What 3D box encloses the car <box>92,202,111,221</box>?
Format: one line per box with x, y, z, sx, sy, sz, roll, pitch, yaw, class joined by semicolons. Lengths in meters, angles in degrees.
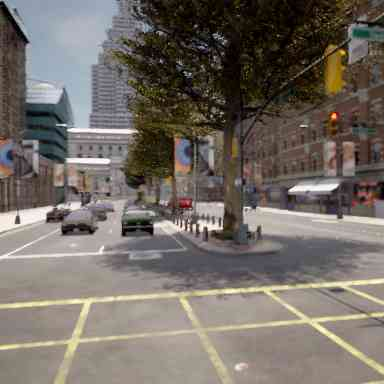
-9.040;1.924;31.650;1.837;1.490;4.892;0;-1;-11;car

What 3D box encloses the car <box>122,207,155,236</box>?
-3.382;1.856;20.699;1.895;1.301;4.718;0;-1;-11;car

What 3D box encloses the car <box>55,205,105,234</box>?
-7.148;1.846;21.751;2.033;1.411;5.357;0;-1;-11;car

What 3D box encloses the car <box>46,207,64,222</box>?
-12.094;2.032;30.850;1.895;1.301;4.718;0;-1;-11;car

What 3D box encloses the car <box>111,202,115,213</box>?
-11.917;2.132;46.877;1.812;1.442;4.674;0;-1;-11;car

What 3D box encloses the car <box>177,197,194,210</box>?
-1.145;1.792;52.100;2.150;2.045;5.566;0;-1;-11;car

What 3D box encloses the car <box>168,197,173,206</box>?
-3.102;1.918;62.334;2.150;2.045;5.566;0;-1;-11;car

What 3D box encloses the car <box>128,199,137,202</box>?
-9.104;1.977;50.924;2.097;1.767;4.553;0;-1;-10;car

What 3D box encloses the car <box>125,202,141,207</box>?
-5.290;1.925;30.671;2.033;1.411;5.357;0;-1;-11;car
